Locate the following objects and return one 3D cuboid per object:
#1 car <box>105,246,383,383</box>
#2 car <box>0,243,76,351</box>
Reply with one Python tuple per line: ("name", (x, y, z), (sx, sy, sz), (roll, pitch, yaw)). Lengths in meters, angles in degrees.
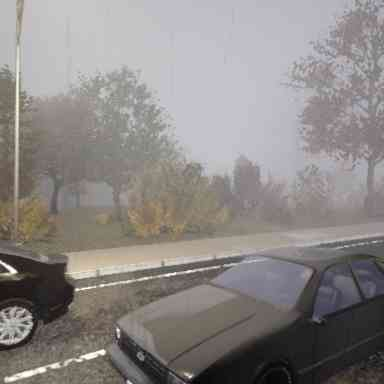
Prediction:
("car", (1.606, 1.561, 4.795), (5.357, 1.411, 2.033), (0, 0, -35))
("car", (-4.209, 1.501, 4.651), (4.892, 1.490, 1.837), (0, 0, -35))
